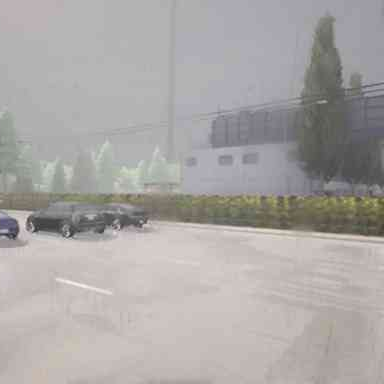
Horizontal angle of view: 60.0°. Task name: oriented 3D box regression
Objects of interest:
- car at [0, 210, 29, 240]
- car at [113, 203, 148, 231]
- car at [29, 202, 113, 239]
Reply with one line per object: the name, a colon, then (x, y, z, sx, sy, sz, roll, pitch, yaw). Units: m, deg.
car: (-9.670, 1.452, 15.181, 4.674, 1.442, 1.812, 0, 0, 36)
car: (-4.843, 1.436, 20.335, 4.892, 1.490, 1.837, 0, 0, 36)
car: (-6.605, 1.284, 17.291, 4.553, 1.767, 2.097, 0, 0, 36)
